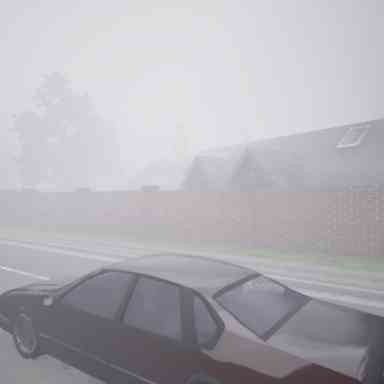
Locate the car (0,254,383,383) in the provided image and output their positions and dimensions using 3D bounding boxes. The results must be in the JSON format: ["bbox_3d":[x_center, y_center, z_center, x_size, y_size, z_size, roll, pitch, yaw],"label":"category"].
[{"bbox_3d":[-0.414,1.563,4.286,5.357,1.411,2.033,0,0,36],"label":"car"}]
